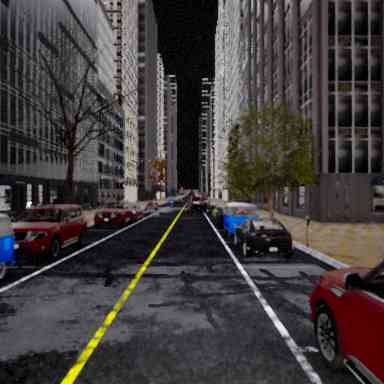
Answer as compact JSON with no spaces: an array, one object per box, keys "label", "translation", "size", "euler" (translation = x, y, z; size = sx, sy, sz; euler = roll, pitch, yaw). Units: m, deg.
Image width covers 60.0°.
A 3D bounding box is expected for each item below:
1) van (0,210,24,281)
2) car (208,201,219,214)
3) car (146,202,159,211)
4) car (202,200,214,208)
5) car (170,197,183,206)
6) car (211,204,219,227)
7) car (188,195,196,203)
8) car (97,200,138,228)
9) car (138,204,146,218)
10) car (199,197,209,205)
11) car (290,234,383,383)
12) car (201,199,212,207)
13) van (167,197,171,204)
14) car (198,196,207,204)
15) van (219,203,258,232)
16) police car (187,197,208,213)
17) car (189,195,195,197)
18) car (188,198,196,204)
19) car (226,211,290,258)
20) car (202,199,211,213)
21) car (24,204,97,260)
[{"label":"van","translation":[-5.692,1.414,7.478],"size":[1.690,1.788,3.998],"euler":[0,-1,0]},{"label":"car","translation":[2.705,1.814,30.425],"size":[1.752,1.417,4.829],"euler":[0,-1,0]},{"label":"car","translation":[-5.664,2.026,47.359],"size":[1.802,1.307,4.206],"euler":[0,-1,0]},{"label":"car","translation":[2.724,2.114,58.743],"size":[1.947,1.339,4.313],"euler":[0,-1,0]},{"label":"car","translation":[-2.954,2.202,70.973],"size":[1.994,1.385,4.181],"euler":[0,-1,0]},{"label":"car","translation":[2.701,1.800,24.557],"size":[1.947,1.339,4.313],"euler":[0,-1,0]},{"label":"car","translation":[0.061,1.952,94.465],"size":[2.150,2.045,5.566],"euler":[0,0,0]},{"label":"car","translation":[-5.681,1.549,24.571],"size":[2.192,1.841,5.009],"euler":[0,-1,0]},{"label":"car","translation":[-5.676,1.727,30.267],"size":[1.967,1.590,4.097],"euler":[0,-1,0]},{"label":"car","translation":[2.734,2.014,75.839],"size":[2.192,1.841,5.009],"euler":[0,0,0]},{"label":"car","translation":[2.685,1.343,2.753],"size":[2.192,1.841,5.009],"euler":[0,-1,0]},{"label":"car","translation":[2.728,2.143,64.441],"size":[1.887,1.381,4.507],"euler":[0,-1,0]},{"label":"van","translation":[-5.639,2.137,87.246],"size":[1.690,1.788,3.998],"euler":[0,0,0]},{"label":"car","translation":[2.741,2.111,87.236],"size":[2.192,1.841,5.009],"euler":[0,0,0]},{"label":"van","translation":[2.696,1.522,18.861],"size":[1.690,1.788,3.998],"euler":[0,-1,0]},{"label":"police car","translation":[0.485,1.838,43.947],"size":[1.930,1.638,5.238],"euler":[0,-1,-9]},{"label":"car","translation":[0.600,1.783,59.928],"size":[2.150,2.045,5.566],"euler":[0,-1,-2]},{"label":"car","translation":[0.052,2.123,79.433],"size":[1.812,1.442,4.674],"euler":[0,0,0]},{"label":"car","translation":[2.693,1.678,13.162],"size":[2.008,1.369,4.403],"euler":[0,-1,0]},{"label":"car","translation":[2.712,1.943,41.649],"size":[2.008,1.369,4.403],"euler":[0,-1,0]},{"label":"car","translation":[-5.688,1.442,13.175],"size":[2.192,1.841,5.009],"euler":[0,-1,0]}]
